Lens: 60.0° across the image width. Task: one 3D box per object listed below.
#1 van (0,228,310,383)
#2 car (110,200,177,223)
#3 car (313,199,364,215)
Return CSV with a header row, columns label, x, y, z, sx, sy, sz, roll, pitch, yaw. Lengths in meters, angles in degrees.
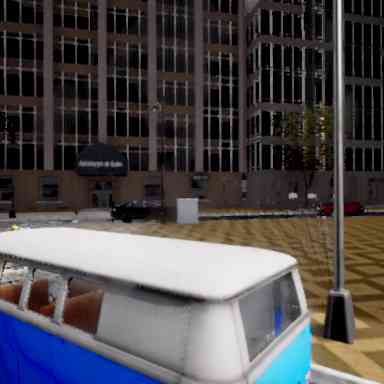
label,x,y,z,sx,sy,sz,roll,pitch,yaw
van,-0.881,1.340,3.356,3.998,1.788,1.690,0,0,35
car,-3.012,1.307,22.373,4.902,1.511,2.128,0,0,-14
car,12.833,1.273,29.227,4.181,1.385,1.994,0,0,-14
